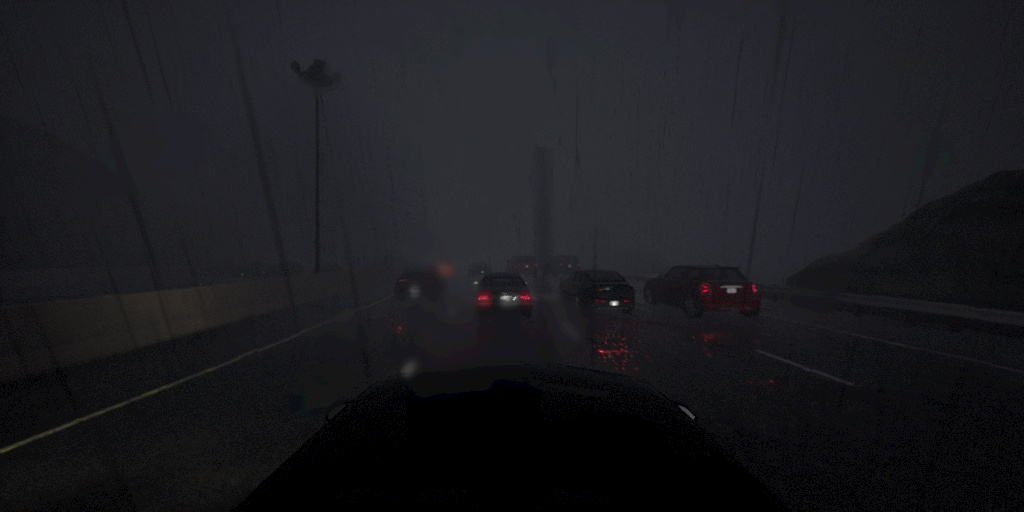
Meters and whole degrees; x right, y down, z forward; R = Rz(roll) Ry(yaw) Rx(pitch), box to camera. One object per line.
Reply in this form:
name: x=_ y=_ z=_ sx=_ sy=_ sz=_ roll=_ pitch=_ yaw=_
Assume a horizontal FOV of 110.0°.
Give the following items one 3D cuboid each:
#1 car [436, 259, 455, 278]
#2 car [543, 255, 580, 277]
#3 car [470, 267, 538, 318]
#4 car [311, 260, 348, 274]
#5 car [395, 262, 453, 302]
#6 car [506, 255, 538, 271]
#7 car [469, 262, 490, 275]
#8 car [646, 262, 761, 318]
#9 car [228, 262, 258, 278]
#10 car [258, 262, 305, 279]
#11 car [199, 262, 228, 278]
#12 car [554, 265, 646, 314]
car: x=-6.543 y=1.108 z=34.187 sx=2.097 sy=1.767 sz=4.553 roll=0 pitch=0 yaw=-10
car: x=4.451 y=0.954 z=32.375 sx=2.150 sy=2.045 sz=5.566 roll=0 pitch=0 yaw=-9
car: x=-0.347 y=1.295 z=13.002 sx=2.033 sy=1.411 sz=5.357 roll=0 pitch=0 yaw=-4
car: x=-17.339 y=1.344 z=33.860 sx=1.994 sy=1.385 sz=4.181 roll=0 pitch=0 yaw=-11
car: x=-4.211 y=1.246 z=17.170 sx=2.128 sy=1.511 sz=4.902 roll=0 pitch=0 yaw=-5
car: x=0.825 y=0.962 z=32.896 sx=2.150 sy=2.045 sz=5.566 roll=0 pitch=0 yaw=-9
car: x=-3.129 y=1.274 z=35.006 sx=1.812 sy=1.442 sz=4.674 roll=0 pitch=0 yaw=-10
car: x=6.609 y=1.085 z=13.095 sx=2.097 sy=1.767 sz=4.553 roll=0 pitch=0 yaw=-3
car: x=-24.632 y=1.343 z=34.771 sx=2.033 sy=1.411 sz=5.357 roll=0 pitch=0 yaw=-12
car: x=-20.676 y=1.265 z=32.704 sx=1.882 sy=1.535 sz=5.008 roll=0 pitch=0 yaw=-11
car: x=-28.312 y=1.329 z=35.157 sx=1.812 sy=1.442 sz=4.674 roll=0 pitch=0 yaw=-12
car: x=3.074 y=1.245 z=13.739 sx=1.837 sy=1.490 sz=4.892 roll=0 pitch=0 yaw=-4
